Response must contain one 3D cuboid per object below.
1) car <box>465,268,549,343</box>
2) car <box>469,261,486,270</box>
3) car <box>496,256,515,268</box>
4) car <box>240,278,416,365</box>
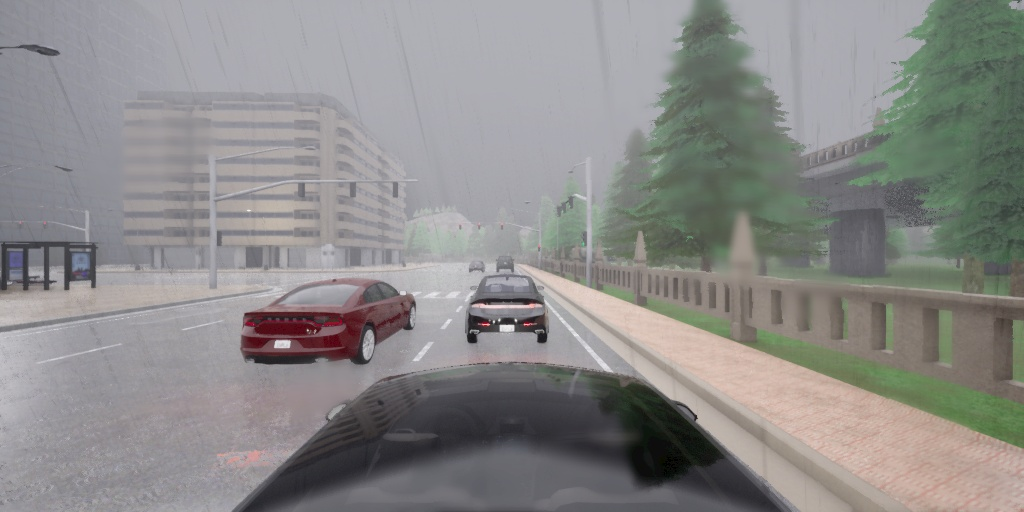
[{"bbox_3d":[-0.127,1.242,9.643,2.128,1.511,4.902,0,0,-1],"label":"car"},{"bbox_3d":[-4.367,1.298,45.006,2.033,1.411,5.357,0,0,-1],"label":"car"},{"bbox_3d":[-0.865,0.971,45.333,2.150,2.045,5.566,0,0,-1],"label":"car"},{"bbox_3d":[-3.595,1.228,8.081,1.882,1.535,5.008,0,0,0],"label":"car"}]
